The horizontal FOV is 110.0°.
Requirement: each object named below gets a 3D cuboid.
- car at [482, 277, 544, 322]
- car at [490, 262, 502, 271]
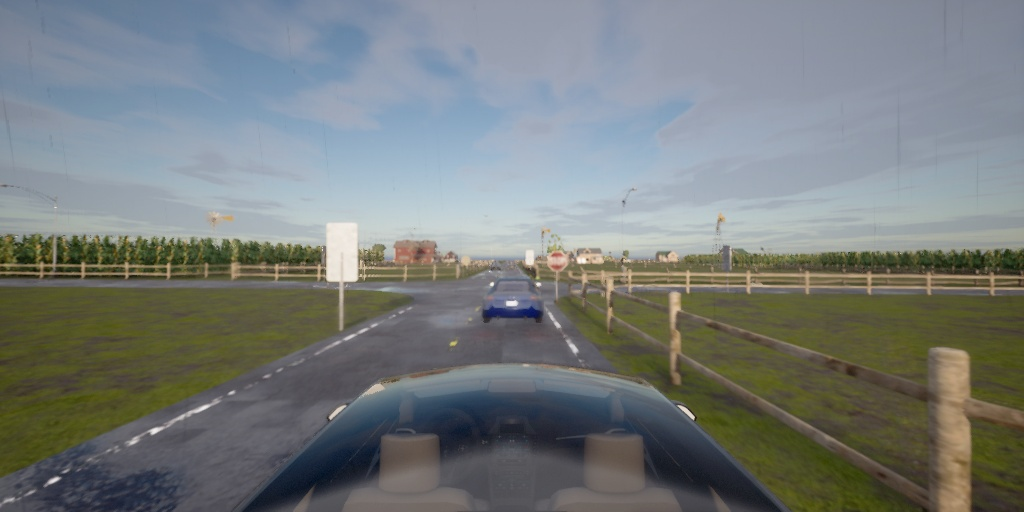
[{"bbox_3d":[0.109,1.418,12.762,1.994,1.385,4.181,0,0,3],"label":"car"},{"bbox_3d":[-2.785,1.815,61.981,1.837,1.490,4.892,0,0,1],"label":"car"}]
